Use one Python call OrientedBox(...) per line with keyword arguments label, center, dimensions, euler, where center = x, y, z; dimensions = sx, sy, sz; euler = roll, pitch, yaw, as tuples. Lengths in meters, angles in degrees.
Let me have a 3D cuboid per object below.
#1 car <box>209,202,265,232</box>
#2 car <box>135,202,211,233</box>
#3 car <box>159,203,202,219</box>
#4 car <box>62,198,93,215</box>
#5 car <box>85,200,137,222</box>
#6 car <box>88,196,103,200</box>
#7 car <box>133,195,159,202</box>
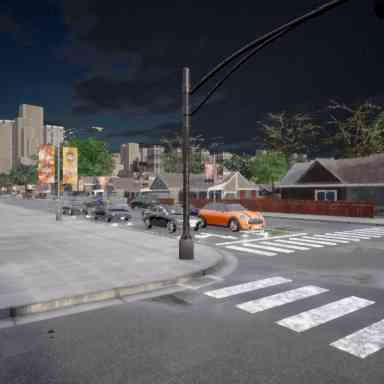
OrientedBox(label="car", center=(2.397, 1.440, 20.935), dimensions=(2.097, 1.767, 4.553), euler=(0, 0, -36))
OrientedBox(label="car", center=(-1.347, 1.592, 20.564), dimensions=(2.128, 1.511, 4.902), euler=(0, 0, -35))
OrientedBox(label="car", center=(-1.192, 1.756, 31.889), dimensions=(1.895, 1.301, 4.718), euler=(0, 0, -35))
OrientedBox(label="car", center=(-13.076, 1.730, 37.055), dimensions=(1.837, 1.490, 4.892), euler=(0, 0, -35))
OrientedBox(label="car", center=(-7.062, 1.710, 28.579), dimensions=(2.033, 1.411, 5.357), euler=(0, 0, -36))
OrientedBox(label="car", center=(-16.320, 1.815, 53.151), dimensions=(1.837, 1.490, 4.892), euler=(0, 0, -35))
OrientedBox(label="car", center=(-6.424, 1.457, 44.848), dimensions=(2.150, 2.045, 5.566), euler=(0, 0, -35))
